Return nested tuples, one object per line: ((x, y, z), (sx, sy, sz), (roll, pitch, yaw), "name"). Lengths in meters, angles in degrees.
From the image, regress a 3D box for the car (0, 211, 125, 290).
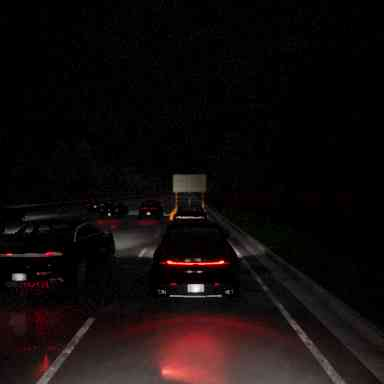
((-3.448, 1.489, 9.039), (2.128, 1.511, 4.902), (0, 0, 0), "car")

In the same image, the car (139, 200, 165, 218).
((-3.613, 1.506, 29.964), (1.837, 1.490, 4.892), (0, 0, 0), "car")

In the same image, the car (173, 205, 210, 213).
((-0.051, 1.488, 18.870), (2.128, 1.511, 4.902), (0, 0, 1), "car")

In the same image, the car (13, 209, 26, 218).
((-14.067, 1.601, 24.176), (1.895, 1.301, 4.718), (0, 0, 0), "car")

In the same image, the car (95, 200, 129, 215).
((-7.120, 1.601, 30.772), (1.895, 1.301, 4.718), (0, 0, 0), "car")

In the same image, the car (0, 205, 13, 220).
((-10.496, 1.525, 15.275), (1.812, 1.442, 4.674), (0, 0, 0), "car")

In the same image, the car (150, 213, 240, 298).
((0.053, 1.505, 8.482), (1.837, 1.490, 4.892), (0, 0, 0), "car")

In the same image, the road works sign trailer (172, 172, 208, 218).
((-0.170, 0.464, 22.740), (2.380, 3.560, 2.880), (0, 0, -3), "road works sign trailer")

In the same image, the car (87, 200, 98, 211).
((-10.685, 1.563, 38.743), (1.994, 1.385, 4.181), (0, 0, 0), "car")
